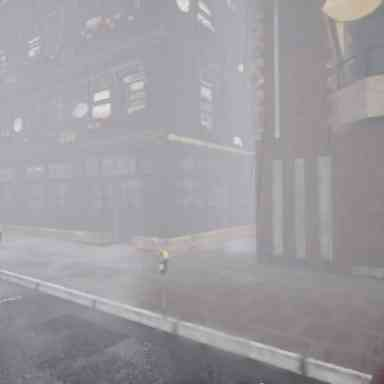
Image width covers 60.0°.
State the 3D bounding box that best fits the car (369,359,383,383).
[{"bbox_3d":[3.050,1.322,0.675,5.009,1.841,2.192,0,-1,36],"label":"car"}]
